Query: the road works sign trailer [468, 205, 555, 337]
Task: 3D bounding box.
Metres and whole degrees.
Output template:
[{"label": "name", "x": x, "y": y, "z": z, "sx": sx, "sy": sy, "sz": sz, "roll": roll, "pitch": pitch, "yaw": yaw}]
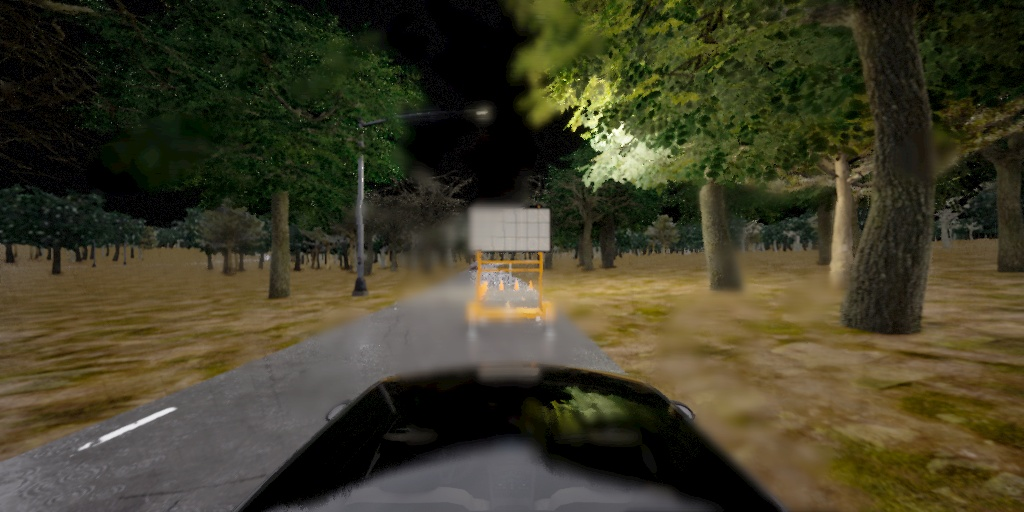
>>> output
[{"label": "road works sign trailer", "x": -0.047, "y": 0.299, "z": 10.629, "sx": 2.380, "sy": 3.560, "sz": 2.880, "roll": 0, "pitch": 0, "yaw": -2}]
